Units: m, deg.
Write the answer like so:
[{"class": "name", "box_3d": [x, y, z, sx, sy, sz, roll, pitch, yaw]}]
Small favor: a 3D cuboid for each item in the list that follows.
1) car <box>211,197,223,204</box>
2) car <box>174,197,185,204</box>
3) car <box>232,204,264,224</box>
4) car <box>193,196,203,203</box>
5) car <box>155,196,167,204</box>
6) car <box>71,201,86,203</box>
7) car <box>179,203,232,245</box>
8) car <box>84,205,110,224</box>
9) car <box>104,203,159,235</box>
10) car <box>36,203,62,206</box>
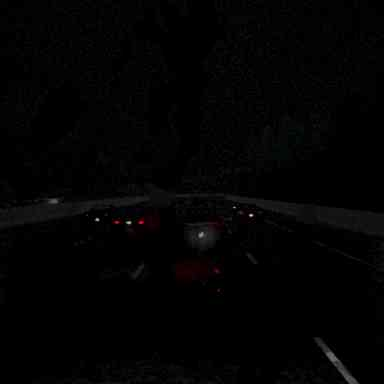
[{"class": "car", "box_3d": [4.667, 1.548, 62.105, 1.994, 1.385, 4.181, 0, 0, 1]}, {"class": "car", "box_3d": [-2.332, 1.547, 62.195, 1.994, 1.385, 4.181, 0, 0, 1]}, {"class": "car", "box_3d": [4.076, 1.557, 24.745, 1.994, 1.385, 4.181, 0, 0, 1]}, {"class": "car", "box_3d": [1.162, 1.475, 62.207, 2.128, 1.511, 4.902, 0, 0, 1]}, {"class": "car", "box_3d": [-5.837, 1.509, 61.975, 1.812, 1.442, 4.674, 0, 0, 1]}, {"class": "car", "box_3d": [-16.677, 1.463, 50.018, 1.882, 1.535, 5.008, 0, 0, 1]}, {"class": "car", "box_3d": [0.428, 1.488, 15.367, 2.128, 1.511, 4.902, 0, 0, 1]}, {"class": "car", "box_3d": [-6.422, 1.594, 24.876, 1.895, 1.301, 4.718, 0, 0, 1]}, {"class": "car", "box_3d": [-3.025, 1.542, 18.645, 2.033, 1.411, 5.357, 0, 0, 1]}, {"class": "car", "box_3d": [-20.221, 1.201, 47.376, 2.150, 2.045, 5.566, 0, 0, 2]}]
